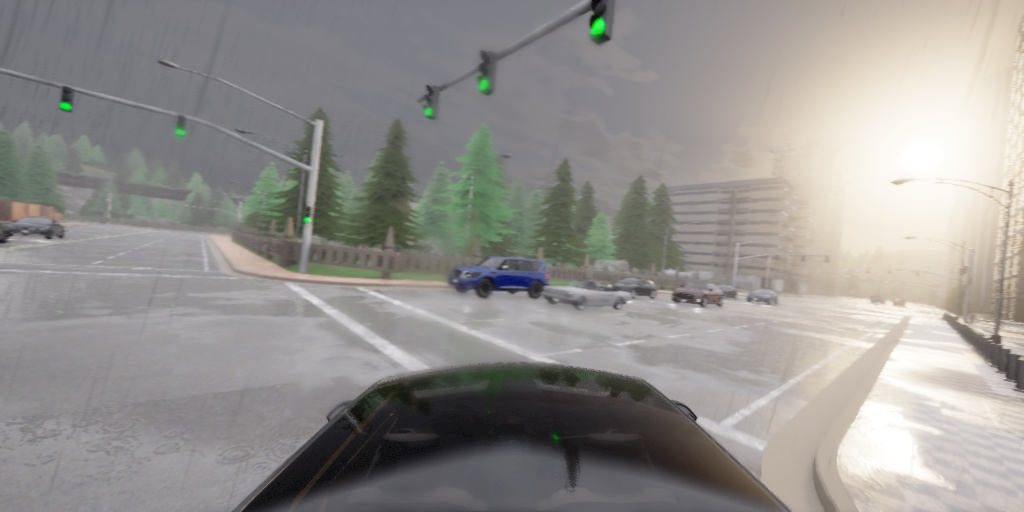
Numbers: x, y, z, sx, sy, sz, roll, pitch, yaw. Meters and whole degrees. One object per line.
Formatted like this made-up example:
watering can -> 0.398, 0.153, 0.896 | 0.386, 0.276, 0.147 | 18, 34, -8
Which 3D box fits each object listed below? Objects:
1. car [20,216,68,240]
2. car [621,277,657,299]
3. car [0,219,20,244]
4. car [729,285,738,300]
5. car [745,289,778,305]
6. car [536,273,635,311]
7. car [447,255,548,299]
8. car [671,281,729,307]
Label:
car -> -32.788, -1.996, 24.843 | 1.812, 1.442, 4.674 | 6, 0, -41
car -> 8.926, 2.314, 26.494 | 4.892, 1.490, 1.837 | 7, -1, -41
car -> -26.101, -1.346, 17.111 | 1.812, 1.442, 4.674 | 6, 0, -41
car -> 22.256, 3.728, 38.074 | 5.008, 1.535, 1.882 | 6, -1, -40
car -> 25.236, 4.074, 36.032 | 4.674, 1.442, 1.812 | 6, -1, -41
car -> 3.638, 1.810, 17.238 | 4.718, 1.301, 1.895 | 6, 0, -41
car -> -0.491, 1.007, 18.236 | 5.566, 2.045, 2.150 | 6, 0, -41
car -> 13.351, 2.612, 25.708 | 4.553, 1.767, 2.097 | 6, 0, -41
